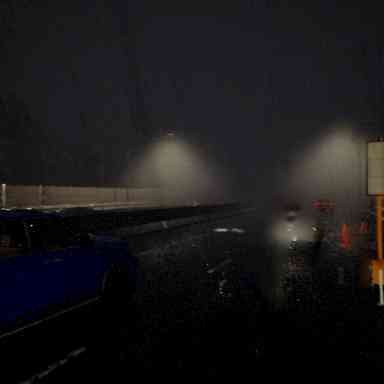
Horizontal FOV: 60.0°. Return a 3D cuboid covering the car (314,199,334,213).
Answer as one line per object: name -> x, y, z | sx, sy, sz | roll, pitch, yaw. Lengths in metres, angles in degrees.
car -> 16.084, 1.600, 40.416 | 2.097, 1.767, 4.553 | -1, -1, 24

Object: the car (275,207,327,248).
car -> 5.010, 1.624, 15.333 | 1.812, 1.442, 4.674 | -1, 0, 24

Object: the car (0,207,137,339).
car -> -3.148, 1.298, 5.523 | 2.150, 2.045, 5.566 | -1, -1, 24

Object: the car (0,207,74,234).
car -> -10.933, 1.852, 23.038 | 2.033, 1.411, 5.357 | -1, -1, 24

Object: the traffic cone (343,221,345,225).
traffic cone -> 8.398, 2.052, 18.256 | 0.340, 0.580, 0.340 | -1, -1, 24

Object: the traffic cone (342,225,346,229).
traffic cone -> 7.590, 2.042, 16.427 | 0.340, 0.580, 0.340 | -1, -1, 24

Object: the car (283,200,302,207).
car -> 12.226, 1.757, 40.340 | 1.882, 1.535, 5.008 | -1, -1, 24

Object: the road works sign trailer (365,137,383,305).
road works sign trailer -> 5.304, 0.489, 7.606 | 2.380, 3.560, 2.880 | -1, -1, 24

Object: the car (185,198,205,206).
car -> 0.573, 1.903, 57.687 | 2.097, 1.767, 4.553 | -1, -1, 24

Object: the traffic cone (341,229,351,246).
traffic cone -> 6.783, 2.032, 14.597 | 0.340, 0.580, 0.340 | -1, -1, 24

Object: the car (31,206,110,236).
car -> -7.711, 1.742, 21.676 | 1.882, 1.535, 5.008 | -1, -1, 24

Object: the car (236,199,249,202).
car -> 9.190, 1.983, 59.826 | 1.882, 1.535, 5.008 | -1, -1, 24

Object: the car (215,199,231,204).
car -> 5.652, 2.018, 60.481 | 1.882, 1.535, 5.008 | -1, -1, 24
